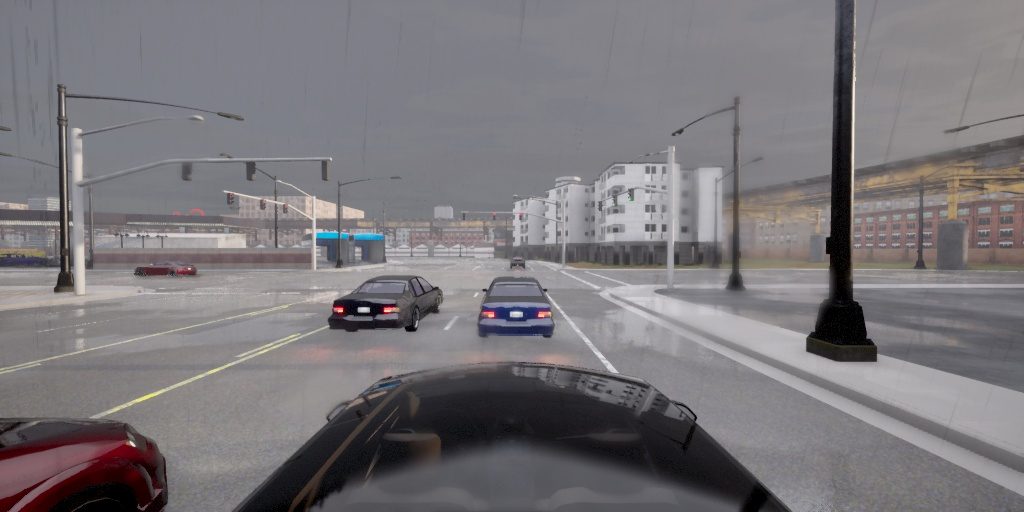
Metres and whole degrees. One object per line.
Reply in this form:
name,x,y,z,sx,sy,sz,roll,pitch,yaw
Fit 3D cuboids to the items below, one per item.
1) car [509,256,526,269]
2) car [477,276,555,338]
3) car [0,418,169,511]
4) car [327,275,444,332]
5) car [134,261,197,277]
car,0.710,0.785,45.304,1.837,1.490,4.892,0,1,0
car,0.091,1.279,10.140,2.033,1.411,5.357,0,0,0
car,-3.395,1.314,0.746,1.994,1.385,4.181,0,0,0
car,-3.405,1.273,10.742,2.033,1.411,5.357,0,0,0
car,-29.914,1.083,31.032,4.181,1.385,1.994,0,1,0
